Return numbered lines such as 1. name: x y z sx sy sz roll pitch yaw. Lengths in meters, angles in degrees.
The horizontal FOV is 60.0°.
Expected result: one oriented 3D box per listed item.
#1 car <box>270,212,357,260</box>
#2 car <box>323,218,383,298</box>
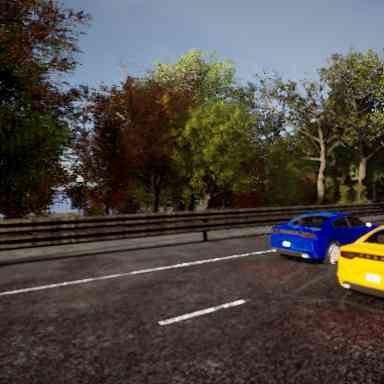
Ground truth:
1. car: 4.898 1.431 11.622 5.008 1.535 1.882 0 0 -36
2. car: 5.367 1.437 7.628 5.008 1.535 1.882 0 0 -36
